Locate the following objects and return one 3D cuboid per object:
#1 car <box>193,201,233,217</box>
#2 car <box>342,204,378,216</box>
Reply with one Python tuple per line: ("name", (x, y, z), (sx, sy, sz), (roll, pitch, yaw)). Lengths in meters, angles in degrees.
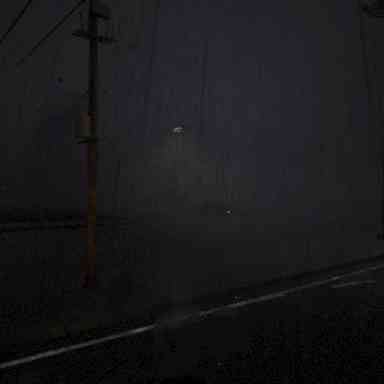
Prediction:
("car", (2.040, 1.705, 34.542), (1.837, 1.490, 4.892), (-5, 3, -40))
("car", (18.856, 1.980, 37.278), (4.718, 1.301, 1.895), (1, 0, -36))
